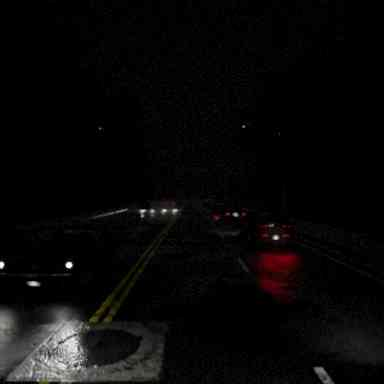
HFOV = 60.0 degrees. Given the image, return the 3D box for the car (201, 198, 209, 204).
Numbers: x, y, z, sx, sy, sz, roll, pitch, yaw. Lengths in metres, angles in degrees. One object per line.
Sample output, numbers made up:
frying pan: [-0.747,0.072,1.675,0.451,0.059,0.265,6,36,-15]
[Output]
car: [3.214,2.233,82.304,1.895,1.301,4.718,0,-1,0]

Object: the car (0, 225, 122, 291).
car: [-3.355,1.657,9.264,1.895,1.301,4.718,0,0,0]

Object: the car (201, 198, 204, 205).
car: [3.224,1.930,60.304,2.163,1.488,4.792,0,0,0]

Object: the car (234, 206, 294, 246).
car: [3.344,1.598,15.697,1.837,1.490,4.892,0,-1,0]

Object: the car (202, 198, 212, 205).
car: [3.219,2.087,71.273,1.994,1.385,4.181,0,-1,0]

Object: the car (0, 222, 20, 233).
car: [-6.604,1.584,9.714,1.812,1.442,4.674,0,0,0]

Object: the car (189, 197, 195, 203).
car: [-0.039,2.142,90.505,2.033,1.411,5.357,0,-1,0]

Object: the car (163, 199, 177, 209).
car: [-3.348,1.823,50.758,1.882,1.535,5.008,0,0,0]

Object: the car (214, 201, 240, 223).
car: [3.239,1.716,27.273,2.033,1.411,5.357,0,0,0]

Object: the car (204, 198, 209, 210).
car: [3.229,1.897,49.273,1.994,1.385,4.181,0,0,0]

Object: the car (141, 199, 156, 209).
car: [-6.598,1.873,50.879,1.812,1.442,4.674,0,0,0]

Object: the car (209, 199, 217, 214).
car: [3.234,1.772,38.273,1.812,1.442,4.674,0,0,0]
